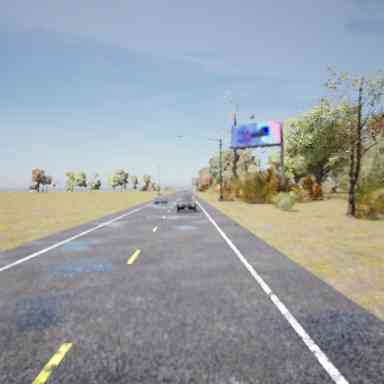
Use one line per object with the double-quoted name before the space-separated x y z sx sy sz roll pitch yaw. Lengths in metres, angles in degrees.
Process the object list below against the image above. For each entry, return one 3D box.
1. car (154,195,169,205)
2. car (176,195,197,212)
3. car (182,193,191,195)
"car" -4.304 1.100 47.326 2.033 1.411 5.357 -1 1 -1
"car" -0.513 1.230 32.630 1.895 1.301 4.718 -1 1 0
"car" -0.742 0.966 47.506 1.837 1.490 4.892 -1 1 -1
